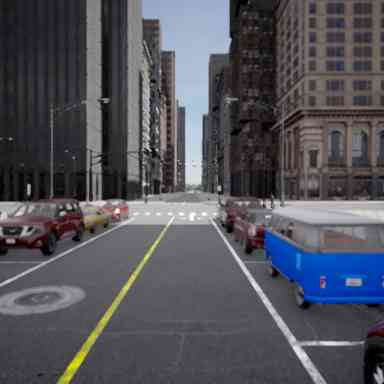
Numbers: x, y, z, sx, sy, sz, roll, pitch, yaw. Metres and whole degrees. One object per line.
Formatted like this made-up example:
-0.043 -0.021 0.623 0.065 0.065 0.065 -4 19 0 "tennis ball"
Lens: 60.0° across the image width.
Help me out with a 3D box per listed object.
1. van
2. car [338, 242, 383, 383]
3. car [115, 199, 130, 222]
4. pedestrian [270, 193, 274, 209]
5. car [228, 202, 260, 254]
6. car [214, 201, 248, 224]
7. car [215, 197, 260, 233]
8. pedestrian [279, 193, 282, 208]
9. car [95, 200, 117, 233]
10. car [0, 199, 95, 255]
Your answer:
2.753 1.295 7.514 1.690 1.788 3.998 0 0 0 "van"
2.758 1.428 1.912 1.967 1.590 4.097 0 0 0 "car"
-5.786 1.290 24.311 1.967 1.590 4.097 0 0 0 "car"
7.111 0.965 29.798 0.375 1.860 0.375 0 1 0 "pedestrian"
2.748 1.360 13.115 1.967 1.590 4.097 0 0 0 "car"
2.740 1.402 24.320 2.008 1.369 4.403 0 0 0 "car"
2.743 1.200 18.717 2.192 1.841 5.009 0 0 0 "car"
8.110 0.968 30.400 0.375 1.860 0.375 0 1 0 "pedestrian"
-5.781 1.410 18.540 1.752 1.417 4.829 0 0 0 "car"
-5.777 1.233 13.107 2.192 1.841 5.009 0 0 0 "car"
